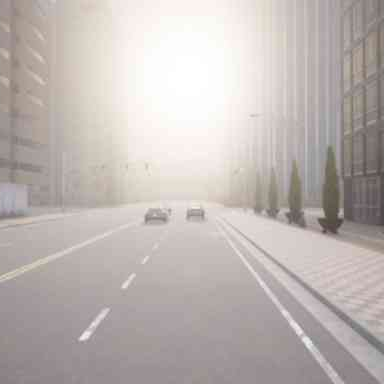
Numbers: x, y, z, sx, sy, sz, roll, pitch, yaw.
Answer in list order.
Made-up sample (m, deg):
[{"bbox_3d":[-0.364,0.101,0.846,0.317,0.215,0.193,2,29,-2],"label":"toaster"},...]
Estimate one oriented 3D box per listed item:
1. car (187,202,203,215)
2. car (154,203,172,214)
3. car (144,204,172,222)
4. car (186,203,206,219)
[{"bbox_3d":[0.455,2.147,44.314,2.033,1.411,5.357,0,-1,1],"label":"car"},{"bbox_3d":[-3.891,2.196,44.451,1.895,1.301,4.718,0,-1,-11],"label":"car"},{"bbox_3d":[-3.132,1.969,30.268,1.994,1.385,4.181,0,-1,1],"label":"car"},{"bbox_3d":[0.393,1.954,34.152,2.128,1.511,4.902,0,-1,1],"label":"car"}]
